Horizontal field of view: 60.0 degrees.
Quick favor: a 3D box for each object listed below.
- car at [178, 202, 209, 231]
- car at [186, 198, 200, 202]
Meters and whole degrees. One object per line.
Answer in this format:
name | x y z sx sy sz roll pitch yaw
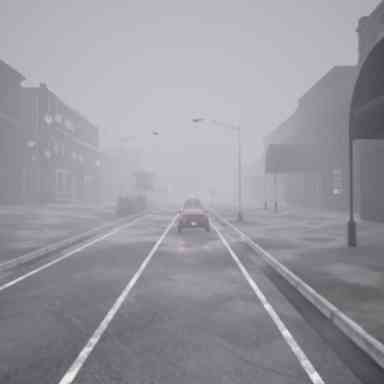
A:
car | 0.101 1.588 20.725 1.812 1.442 4.674 0 0 0
car | 0.101 1.516 38.653 2.097 1.767 4.553 0 0 0
